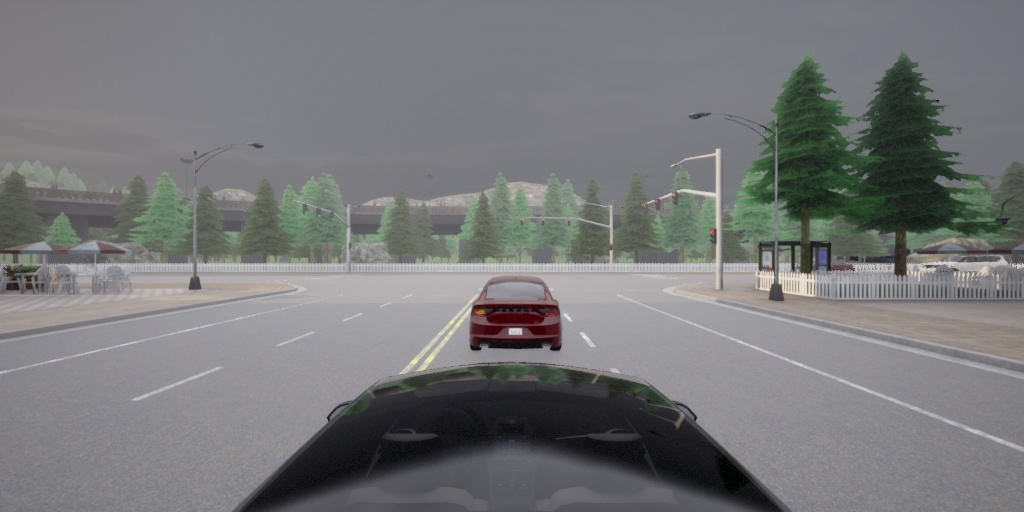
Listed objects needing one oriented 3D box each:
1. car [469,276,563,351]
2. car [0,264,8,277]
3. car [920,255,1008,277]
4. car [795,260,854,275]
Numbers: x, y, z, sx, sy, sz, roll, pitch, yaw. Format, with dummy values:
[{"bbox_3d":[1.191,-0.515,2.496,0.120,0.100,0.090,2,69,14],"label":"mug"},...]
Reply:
[{"bbox_3d":[0.100,1.227,9.014,1.882,1.535,5.008,0,0,1],"label":"car"},{"bbox_3d":[-38.461,1.183,25.951,4.902,1.511,2.128,0,0,-7],"label":"car"},{"bbox_3d":[40.784,0.913,32.390,5.566,2.045,2.150,0,0,10],"label":"car"},{"bbox_3d":[31.695,1.168,36.481,5.008,1.535,1.882,0,0,2],"label":"car"}]
